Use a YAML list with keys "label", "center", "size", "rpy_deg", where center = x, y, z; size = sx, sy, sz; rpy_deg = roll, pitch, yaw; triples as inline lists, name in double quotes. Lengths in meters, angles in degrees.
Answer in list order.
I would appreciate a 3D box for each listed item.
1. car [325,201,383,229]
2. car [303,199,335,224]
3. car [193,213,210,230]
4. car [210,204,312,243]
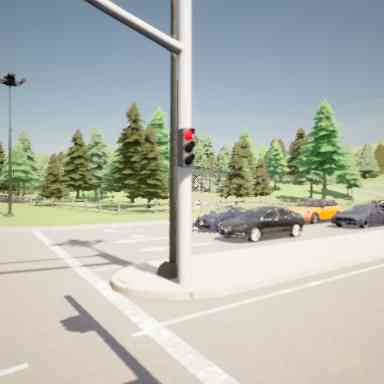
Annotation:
- label: "car"
  center: [11.431, 1.547, 21.970]
  size: [5.357, 1.411, 2.033]
  rpy_deg: [0, 0, -36]
- label: "car"
  center: [9.075, 1.352, 24.584]
  size: [4.553, 1.767, 2.097]
  rpy_deg: [0, 0, -35]
- label: "car"
  center: [2.153, 1.564, 19.640]
  size: [4.181, 1.385, 1.994]
  rpy_deg: [0, 0, -35]
- label: "car"
  center: [3.502, 1.505, 16.316]
  size: [4.892, 1.490, 1.837]
  rpy_deg: [0, 0, -36]
